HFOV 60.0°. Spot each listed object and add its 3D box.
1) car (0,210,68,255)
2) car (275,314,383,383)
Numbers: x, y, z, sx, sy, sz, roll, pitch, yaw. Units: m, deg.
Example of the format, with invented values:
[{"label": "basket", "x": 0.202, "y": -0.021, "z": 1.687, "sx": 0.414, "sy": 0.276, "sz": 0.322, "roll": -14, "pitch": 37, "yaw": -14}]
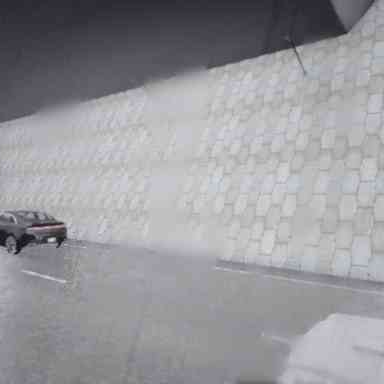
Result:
[{"label": "car", "x": -6.969, "y": 1.487, "z": 13.269, "sx": 4.902, "sy": 1.511, "sz": 2.128, "roll": 0, "pitch": 0, "yaw": 36}, {"label": "car", "x": 2.881, "y": 1.601, "z": 1.937, "sx": 4.718, "sy": 1.301, "sz": 1.895, "roll": 0, "pitch": 0, "yaw": 36}]
